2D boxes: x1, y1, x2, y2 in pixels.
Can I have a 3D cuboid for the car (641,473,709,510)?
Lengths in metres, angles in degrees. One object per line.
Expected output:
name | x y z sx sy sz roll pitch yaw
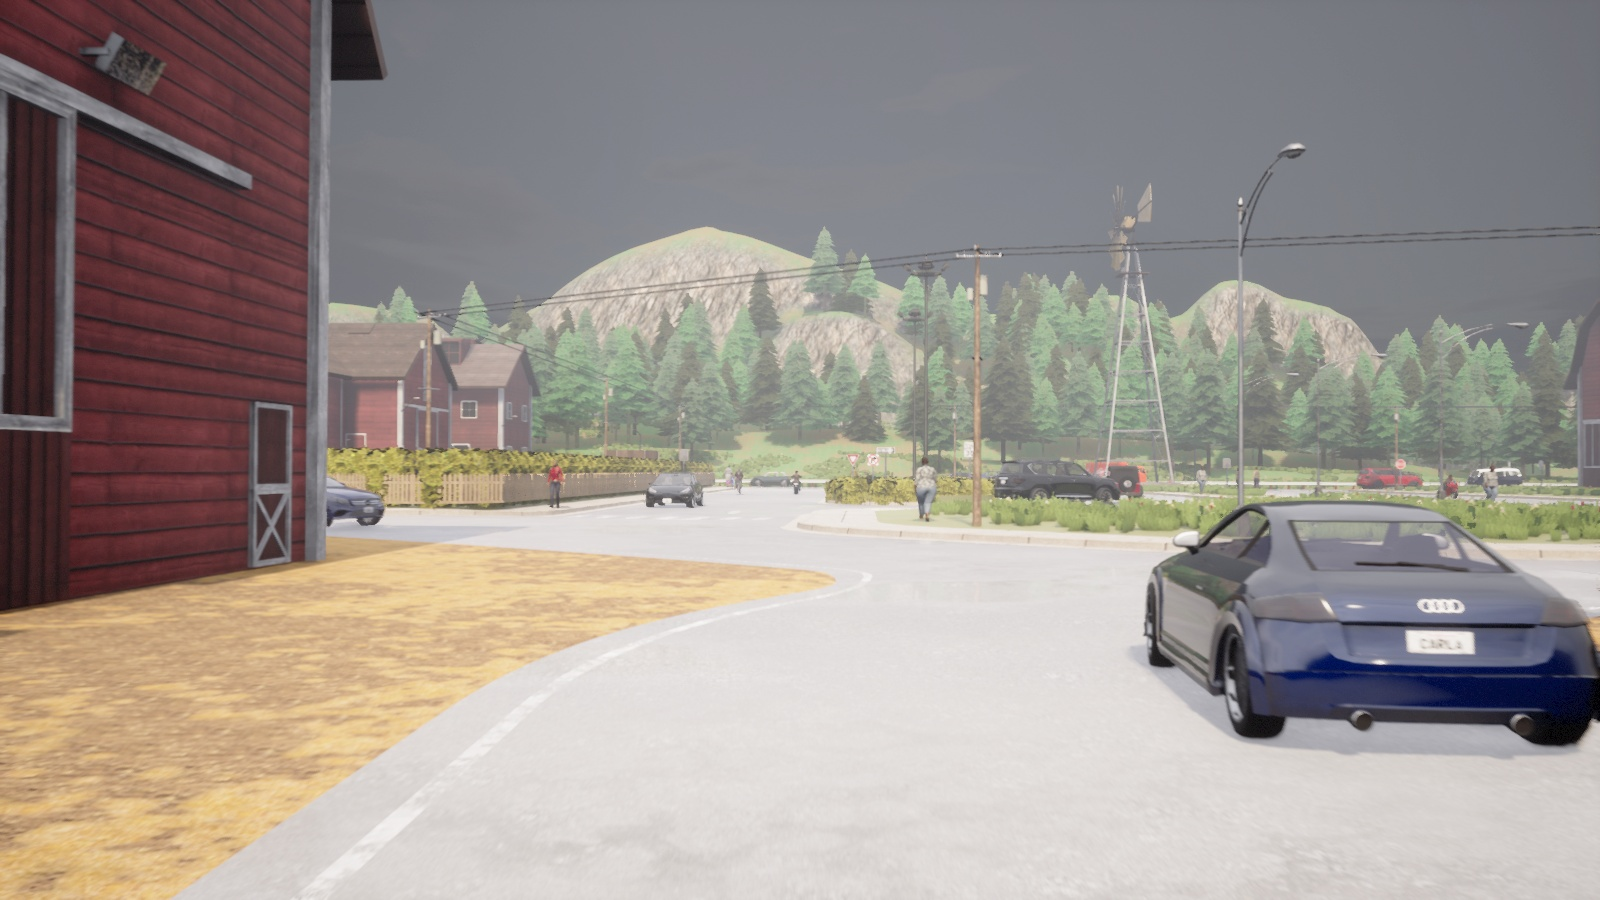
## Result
car | -5.273 1.733 53.585 2.163 1.488 4.792 0 -1 3

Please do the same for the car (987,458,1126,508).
car | 10.908 1.383 53.456 5.566 2.045 2.150 1 -1 -23

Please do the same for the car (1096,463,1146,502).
car | 16.028 1.599 62.889 1.905 1.878 3.866 0 -1 7

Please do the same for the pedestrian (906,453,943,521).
pedestrian | 3.444 1.011 34.860 0.874 1.855 0.900 0 -1 -4

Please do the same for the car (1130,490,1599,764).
car | 3.675 1.012 8.847 1.994 1.385 4.181 0 -1 6

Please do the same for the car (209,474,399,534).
car | -12.770 1.334 32.308 4.674 1.442 1.812 0 -1 24

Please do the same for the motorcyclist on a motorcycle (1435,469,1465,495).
motorcyclist on a motorcycle | 39.082 1.905 75.499 0.797 1.523 2.044 0 -1 2

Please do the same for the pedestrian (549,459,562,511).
pedestrian | -8.890 1.270 45.701 0.331 1.846 0.636 0 -1 4

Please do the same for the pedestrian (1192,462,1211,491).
pedestrian | 25.640 1.705 80.145 0.874 1.855 0.900 0 -1 -3

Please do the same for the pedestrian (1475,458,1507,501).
pedestrian | 29.860 1.259 54.254 0.874 1.855 0.900 0 -1 1
